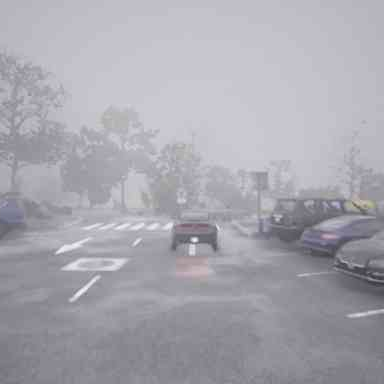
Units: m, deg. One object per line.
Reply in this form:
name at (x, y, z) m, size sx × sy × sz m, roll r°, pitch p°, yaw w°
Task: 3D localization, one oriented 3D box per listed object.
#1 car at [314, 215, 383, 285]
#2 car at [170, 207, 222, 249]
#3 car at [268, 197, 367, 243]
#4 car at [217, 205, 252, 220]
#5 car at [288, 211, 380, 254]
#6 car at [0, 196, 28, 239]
car at (6.005, 1.501, 8.618) m, size 4.892 × 1.521 × 2.231 m, roll 1°, pitch 0°, yaw -20°
car at (0.097, 1.527, 14.740) m, size 1.837 × 1.490 × 4.892 m, roll 0°, pitch 0°, yaw 0°
car at (6.025, 1.258, 14.552) m, size 5.566 × 2.045 × 2.435 m, roll 1°, pitch 0°, yaw -20°
car at (3.538, 1.903, 30.974) m, size 4.718 × 1.301 × 1.895 m, roll 6°, pitch -5°, yaw -44°
car at (5.999, 1.545, 11.576) m, size 4.674 × 1.452 × 2.002 m, roll 1°, pitch 0°, yaw -20°
car at (-10.974, 1.259, 15.957) m, size 5.566 × 2.045 × 2.435 m, roll -1°, pitch 0°, yaw -20°
